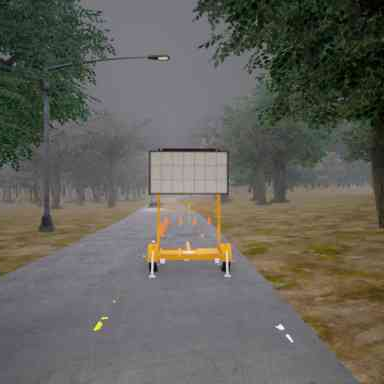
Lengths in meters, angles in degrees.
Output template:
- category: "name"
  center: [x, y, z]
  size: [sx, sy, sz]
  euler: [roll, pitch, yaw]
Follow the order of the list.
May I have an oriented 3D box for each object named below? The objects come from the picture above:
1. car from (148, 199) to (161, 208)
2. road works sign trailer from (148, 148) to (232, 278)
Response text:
- category: "car"
  center: [-5.539, 1.728, 49.908]
  size: [1.895, 1.301, 4.718]
  euler: [0, 0, -5]
- category: "road works sign trailer"
  center: [-0.097, 0.473, 10.219]
  size: [2.380, 3.560, 2.880]
  euler: [0, 0, -2]
